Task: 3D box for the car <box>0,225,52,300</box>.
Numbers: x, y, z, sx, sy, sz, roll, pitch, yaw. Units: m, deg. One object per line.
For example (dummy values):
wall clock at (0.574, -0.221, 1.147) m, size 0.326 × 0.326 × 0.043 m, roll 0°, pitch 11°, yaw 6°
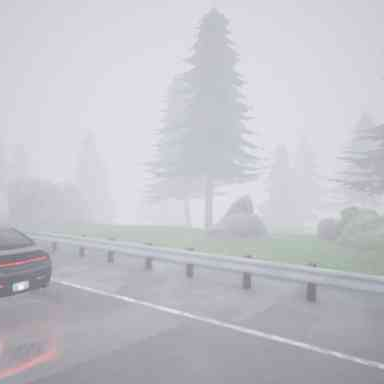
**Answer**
car at (-5.163, 1.491, 7.529) m, size 4.892 × 1.490 × 1.837 m, roll 0°, pitch 0°, yaw 34°
